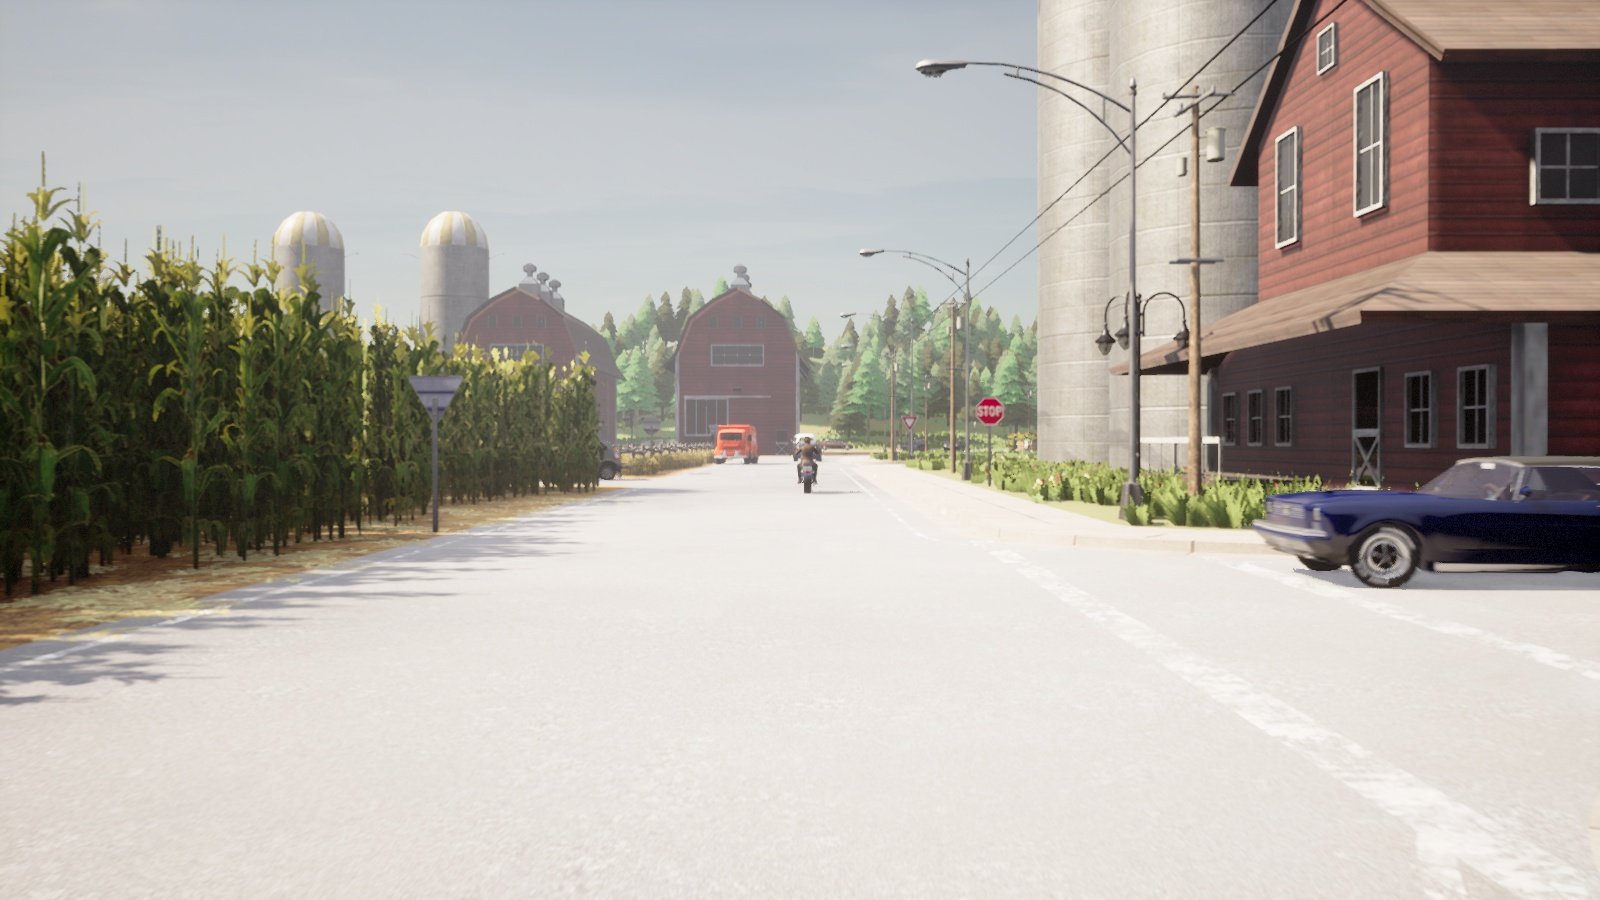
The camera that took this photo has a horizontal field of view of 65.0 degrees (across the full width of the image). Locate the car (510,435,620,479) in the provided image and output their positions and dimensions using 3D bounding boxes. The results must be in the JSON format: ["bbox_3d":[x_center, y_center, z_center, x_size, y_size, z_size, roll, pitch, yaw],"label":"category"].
[{"bbox_3d":[-8.852,0.259,47.224,3.988,1.617,1.851,0,0,-14],"label":"car"}]

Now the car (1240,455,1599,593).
[{"bbox_3d":[7.268,0.722,13.083,4.718,1.301,1.895,0,0,3],"label":"car"}]

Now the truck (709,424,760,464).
[{"bbox_3d":[-4.087,-0.377,79.337,2.627,2.467,5.204,0,0,3],"label":"truck"}]

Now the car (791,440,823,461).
[{"bbox_3d":[0.494,0.028,89.833,2.163,1.488,4.792,0,0,-1],"label":"car"}]

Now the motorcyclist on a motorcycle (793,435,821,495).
[{"bbox_3d":[0.207,0.408,36.109,0.766,1.649,2.350,0,0,0],"label":"motorcyclist on a motorcycle"}]
